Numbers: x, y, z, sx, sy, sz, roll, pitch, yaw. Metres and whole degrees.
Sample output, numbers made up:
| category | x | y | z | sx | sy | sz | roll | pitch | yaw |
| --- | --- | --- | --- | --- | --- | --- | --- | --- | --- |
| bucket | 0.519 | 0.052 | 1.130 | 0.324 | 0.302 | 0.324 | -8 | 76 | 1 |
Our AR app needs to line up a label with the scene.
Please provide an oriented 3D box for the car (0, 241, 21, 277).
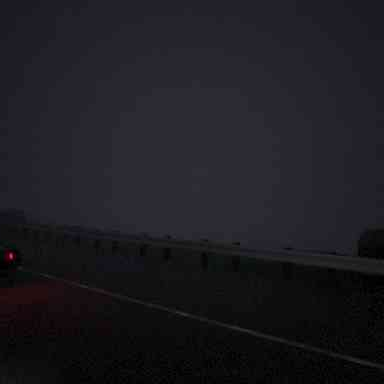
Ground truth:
| category | x | y | z | sx | sy | sz | roll | pitch | yaw |
| --- | --- | --- | --- | --- | --- | --- | --- | --- | --- |
| car | -6.675 | 1.633 | 9.101 | 4.718 | 1.301 | 1.895 | 0 | 0 | 38 |
